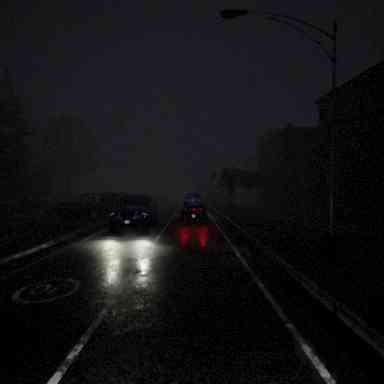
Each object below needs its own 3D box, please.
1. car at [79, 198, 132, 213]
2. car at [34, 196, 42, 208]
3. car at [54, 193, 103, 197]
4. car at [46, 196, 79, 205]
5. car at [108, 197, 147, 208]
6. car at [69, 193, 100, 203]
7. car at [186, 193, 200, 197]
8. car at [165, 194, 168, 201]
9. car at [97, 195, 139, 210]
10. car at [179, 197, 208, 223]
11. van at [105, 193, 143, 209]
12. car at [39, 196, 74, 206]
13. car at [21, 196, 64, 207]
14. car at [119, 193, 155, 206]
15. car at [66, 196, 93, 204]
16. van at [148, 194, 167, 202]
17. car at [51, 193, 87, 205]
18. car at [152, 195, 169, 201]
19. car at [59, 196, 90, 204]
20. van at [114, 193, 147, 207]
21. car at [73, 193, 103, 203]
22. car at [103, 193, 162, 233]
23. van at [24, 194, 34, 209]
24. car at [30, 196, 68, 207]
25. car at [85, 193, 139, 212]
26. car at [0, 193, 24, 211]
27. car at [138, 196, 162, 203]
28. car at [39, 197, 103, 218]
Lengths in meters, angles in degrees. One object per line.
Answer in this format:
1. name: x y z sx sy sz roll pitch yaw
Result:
1. car: -8.846 1.359 34.465 4.892 1.521 2.231 0 0 0
2. car: -21.920 1.448 45.582 4.674 1.452 2.002 0 0 0
3. car: -8.871 1.099 28.861 5.566 2.045 2.435 0 0 0
4. car: -21.964 1.494 56.723 4.792 1.488 2.163 0 0 0
5. car: -8.837 1.409 45.679 4.892 1.521 2.231 0 0 0
6. car: -21.920 1.288 67.863 5.566 2.045 2.435 0 0 0
7. car: 0.112 1.141 41.039 2.150 2.045 5.566 0 0 0
8. car: -8.854 1.664 79.314 4.792 1.488 2.163 0 0 0
9. car: -8.808 1.254 40.071 4.553 1.767 2.185 0 0 0
10. car: 0.104 1.374 24.324 2.128 1.511 4.902 0 0 0
11. van: -8.725 1.168 42.876 4.442 1.987 1.878 0 0 0
12. car: -21.902 1.480 53.938 4.792 1.488 2.163 0 0 0
13. car: -21.740 1.419 48.367 5.366 1.575 1.946 0 0 0
14. car: -8.881 1.199 54.090 5.566 2.045 2.435 0 0 0
15. car: -21.943 1.557 64.953 4.674 1.452 2.002 0 0 0
16. van: -8.773 1.455 84.922 4.442 1.987 1.878 0 0 0
17. car: -21.910 1.229 59.508 5.566 2.045 2.435 0 0 0
18. car: -8.869 1.625 93.331 4.553 1.767 2.185 0 0 0
19. car: -21.937 1.499 62.293 5.008 1.535 2.097 0 0 0
20. van: -8.962 1.196 48.482 4.442 1.987 1.878 0 0 0
21. car: -21.924 1.310 70.525 5.566 2.045 2.435 0 0 0
22. car: -3.247 1.127 19.378 2.150 2.045 5.566 0 0 0
23. van: -22.036 1.153 40.011 4.442 1.987 1.878 0 0 0
24. car: -21.923 1.436 51.153 5.008 1.535 2.097 0 0 0
25. car: -8.868 1.117 37.271 5.566 2.045 2.435 0 0 0
26. car: -21.888 1.242 37.230 4.553 1.767 2.185 0 0 0
27. car: -8.902 1.594 70.904 4.792 1.488 2.163 0 0 0
28. car: -8.838 1.352 26.059 4.892 1.521 2.231 0 0 0
